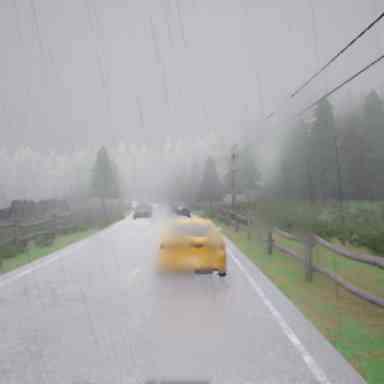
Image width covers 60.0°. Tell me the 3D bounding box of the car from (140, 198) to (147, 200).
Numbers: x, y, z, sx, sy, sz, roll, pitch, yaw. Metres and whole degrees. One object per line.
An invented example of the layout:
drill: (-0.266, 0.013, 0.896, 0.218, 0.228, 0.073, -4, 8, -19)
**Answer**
car: (-10.453, 2.137, 71.484, 1.837, 1.490, 4.892, 0, -1, -12)

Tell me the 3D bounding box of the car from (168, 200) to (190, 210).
car: (-1.373, 1.695, 34.301, 2.097, 1.767, 4.553, 0, -1, -5)

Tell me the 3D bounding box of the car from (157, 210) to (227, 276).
car: (-0.026, 1.586, 10.723, 1.882, 1.535, 5.008, 0, 0, -1)

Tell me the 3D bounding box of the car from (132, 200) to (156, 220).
car: (-4.513, 1.819, 31.360, 1.837, 1.490, 4.892, 0, -1, -5)
